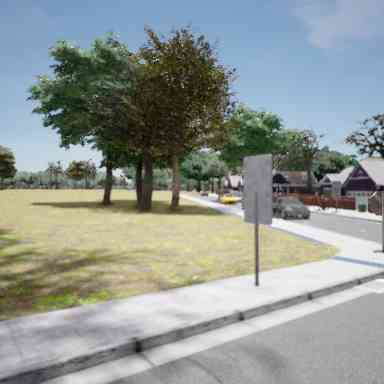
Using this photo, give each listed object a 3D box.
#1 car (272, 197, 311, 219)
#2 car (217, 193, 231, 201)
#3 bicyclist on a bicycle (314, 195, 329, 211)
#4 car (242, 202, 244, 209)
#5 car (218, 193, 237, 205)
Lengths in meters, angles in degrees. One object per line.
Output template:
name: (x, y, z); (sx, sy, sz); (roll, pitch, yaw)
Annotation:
car: (8.122, 1.252, 27.937); (2.097, 1.767, 4.553); (0, 1, -6)
car: (6.582, 0.940, 68.974); (1.837, 1.490, 4.892); (0, 1, -6)
bicyclist on a bicycle: (13.342, 1.117, 34.209); (1.656, 1.620, 0.582); (-1, 1, -6)
car: (7.062, 1.362, 37.856); (1.994, 1.385, 4.181); (0, 1, -6)
car: (5.625, 1.133, 51.417); (1.882, 1.535, 5.008); (0, 1, -5)
